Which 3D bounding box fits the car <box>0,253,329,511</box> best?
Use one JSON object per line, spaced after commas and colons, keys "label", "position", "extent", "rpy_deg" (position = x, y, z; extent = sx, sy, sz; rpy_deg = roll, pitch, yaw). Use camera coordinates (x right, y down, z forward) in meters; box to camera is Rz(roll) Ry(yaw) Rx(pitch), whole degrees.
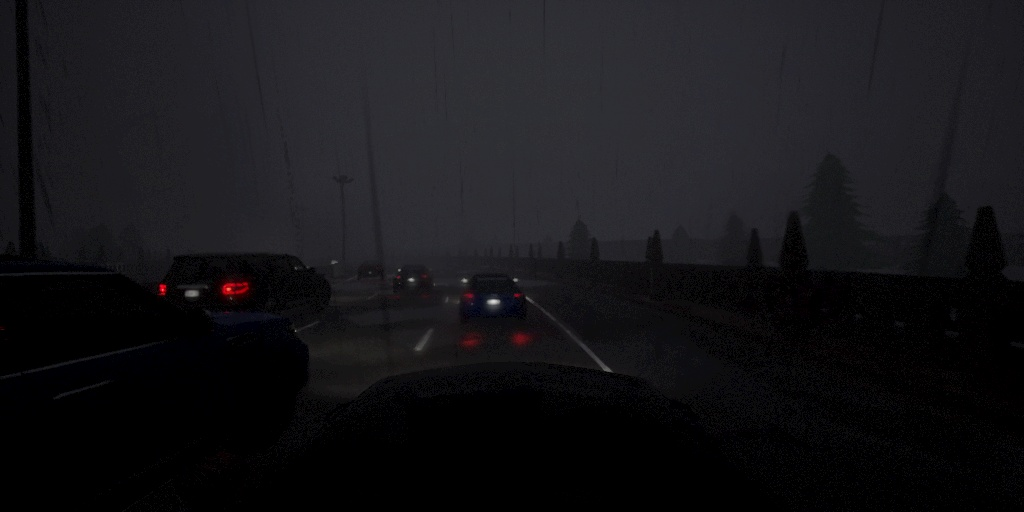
{"label": "car", "position": [-3.517, 0.981, 1.965], "extent": [2.150, 2.045, 5.566], "rpy_deg": [0, 0, 0]}

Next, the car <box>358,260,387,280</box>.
{"label": "car", "position": [-11.252, 1.066, 29.027], "extent": [1.882, 1.535, 5.008], "rpy_deg": [0, 0, -16]}

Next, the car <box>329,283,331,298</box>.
{"label": "car", "position": [-7.548, 0.929, 10.837], "extent": [2.150, 2.045, 5.566], "rpy_deg": [0, 0, -6]}

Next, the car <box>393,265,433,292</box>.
{"label": "car", "position": [-5.520, 1.188, 20.344], "extent": [1.994, 1.385, 4.181], "rpy_deg": [0, 0, -11]}

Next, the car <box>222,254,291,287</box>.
{"label": "car", "position": [-17.497, 0.878, 24.923], "extent": [2.150, 2.045, 5.566], "rpy_deg": [0, 1, -16]}

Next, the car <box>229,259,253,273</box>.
{"label": "car", "position": [-33.268, 1.148, 44.138], "extent": [1.837, 1.490, 4.892], "rpy_deg": [-1, 1, -31]}

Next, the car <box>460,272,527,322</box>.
{"label": "car", "position": [-0.685, 1.231, 11.930], "extent": [1.994, 1.385, 4.181], "rpy_deg": [-1, 1, -5]}
